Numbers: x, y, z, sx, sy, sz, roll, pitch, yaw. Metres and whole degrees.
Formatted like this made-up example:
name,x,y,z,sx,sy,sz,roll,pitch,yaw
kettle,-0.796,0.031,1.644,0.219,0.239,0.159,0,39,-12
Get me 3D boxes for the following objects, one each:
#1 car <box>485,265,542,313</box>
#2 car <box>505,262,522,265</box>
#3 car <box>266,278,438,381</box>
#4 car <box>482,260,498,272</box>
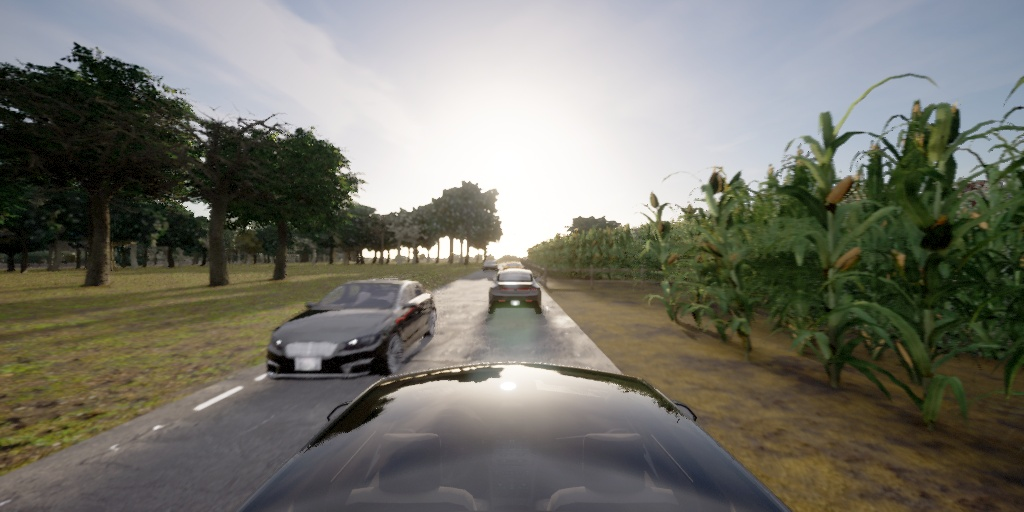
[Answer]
name,x,y,z,sx,sy,sz,roll,pitch,yaw
car,0.101,1.266,14.005,1.837,1.490,4.892,0,0,0
car,0.119,1.264,31.944,1.882,1.535,5.008,0,0,0
car,-2.845,1.246,7.458,2.128,1.511,4.902,0,0,0
car,-2.807,1.302,47.044,1.882,1.535,5.008,0,0,0
